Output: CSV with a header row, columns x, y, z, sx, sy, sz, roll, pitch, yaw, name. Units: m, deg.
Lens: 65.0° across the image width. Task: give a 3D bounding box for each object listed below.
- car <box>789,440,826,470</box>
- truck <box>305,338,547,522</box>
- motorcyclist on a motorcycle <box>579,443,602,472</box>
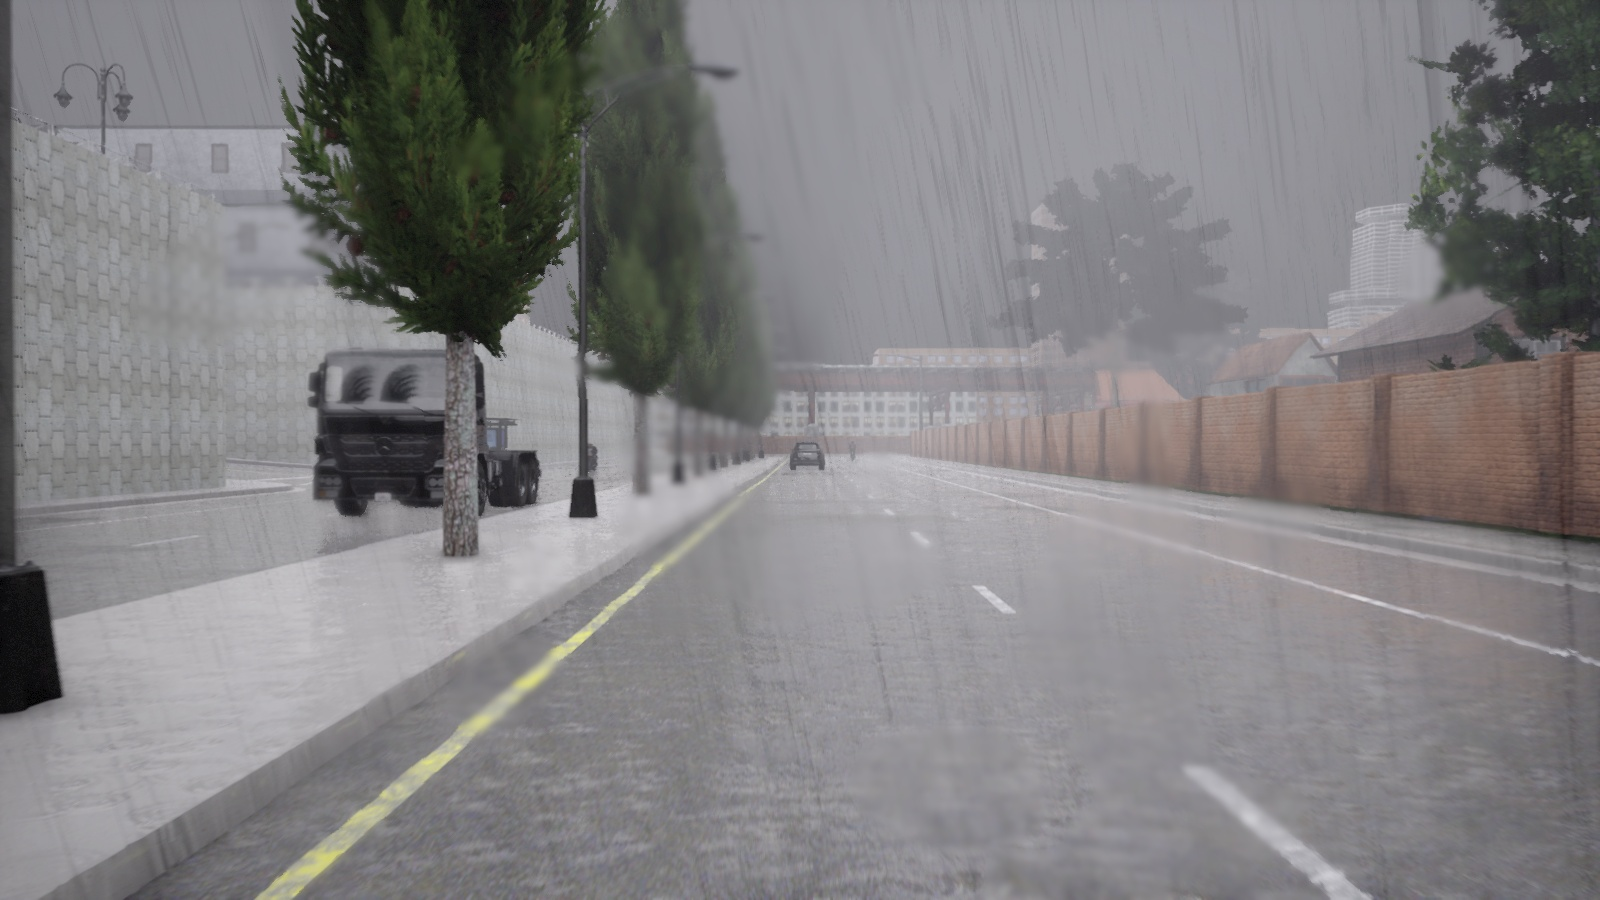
x,y,z,sx,sy,sz,roll,pitch,yaw,name
0.420,0.276,71.149,2.033,1.649,4.856,0,0,0,car
-7.827,-0.397,27.562,2.891,3.462,7.936,0,0,0,truck
-11.106,0.397,66.614,0.866,1.530,2.191,0,0,0,motorcyclist on a motorcycle
